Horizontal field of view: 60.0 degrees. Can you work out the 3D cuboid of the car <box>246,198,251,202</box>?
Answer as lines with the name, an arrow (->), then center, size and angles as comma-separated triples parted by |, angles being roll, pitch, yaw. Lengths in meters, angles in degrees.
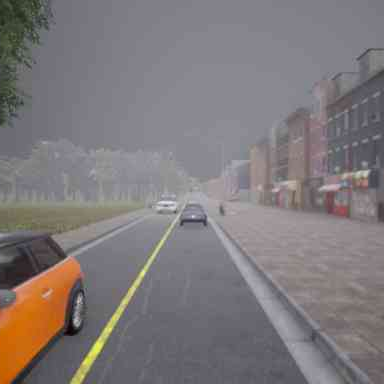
car -> 15.988, 1.859, 85.265 | 4.206, 1.307, 1.802 | -1, 1, 0

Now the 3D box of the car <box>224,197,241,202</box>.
car -> 10.457, 1.948, 85.268 | 4.403, 1.369, 2.008 | -1, 1, 0

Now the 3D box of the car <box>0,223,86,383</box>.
car -> -2.839, 1.358, 3.715 | 2.097, 1.767, 4.553 | 0, 0, 0

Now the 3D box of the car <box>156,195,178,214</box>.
car -> -2.833, 1.411, 38.860 | 2.150, 2.045, 5.566 | 0, 0, 0

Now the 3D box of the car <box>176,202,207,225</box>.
car -> 0.109, 1.657, 24.833 | 1.994, 1.385, 4.181 | 0, 0, 0

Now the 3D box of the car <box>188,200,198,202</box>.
car -> 0.105, 1.753, 43.448 | 1.812, 1.442, 4.674 | 0, -1, 0
